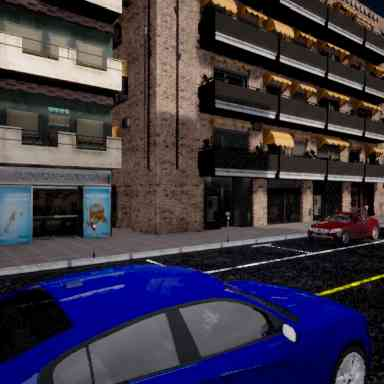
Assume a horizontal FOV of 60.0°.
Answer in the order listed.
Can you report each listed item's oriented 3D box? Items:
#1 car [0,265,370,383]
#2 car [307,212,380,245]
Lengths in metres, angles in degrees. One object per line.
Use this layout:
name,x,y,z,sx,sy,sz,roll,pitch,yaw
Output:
car,-0.271,1.478,3.126,5.008,1.535,1.882,0,0,-35
car,7.172,1.583,15.538,4.206,1.307,1.802,0,0,-35
